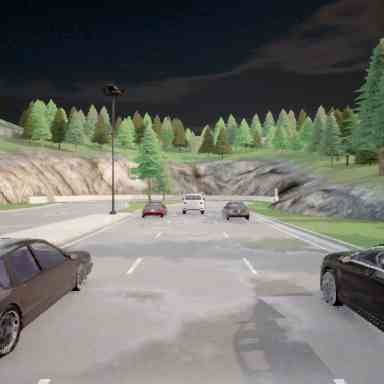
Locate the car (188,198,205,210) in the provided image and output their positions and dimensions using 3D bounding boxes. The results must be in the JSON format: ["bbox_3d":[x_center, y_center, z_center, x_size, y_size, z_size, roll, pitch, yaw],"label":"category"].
[{"bbox_3d":[0.646,1.564,44.452,1.994,1.385,4.181,0,0,6],"label":"car"}]

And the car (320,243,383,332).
[{"bbox_3d":[3.603,1.491,5.074,2.128,1.511,4.902,0,0,0],"label":"car"}]

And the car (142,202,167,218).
[{"bbox_3d":[-3.387,1.564,30.727,1.994,1.385,4.181,0,0,0],"label":"car"}]

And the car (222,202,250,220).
[{"bbox_3d":[3.610,1.547,27.887,2.033,1.411,5.357,0,0,0],"label":"car"}]

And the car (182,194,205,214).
[{"bbox_3d":[0.150,1.221,35.097,2.150,2.045,5.566,0,0,0],"label":"car"}]

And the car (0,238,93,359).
[{"bbox_3d":[-3.398,1.547,5.886,2.033,1.411,5.357,0,0,0],"label":"car"}]
